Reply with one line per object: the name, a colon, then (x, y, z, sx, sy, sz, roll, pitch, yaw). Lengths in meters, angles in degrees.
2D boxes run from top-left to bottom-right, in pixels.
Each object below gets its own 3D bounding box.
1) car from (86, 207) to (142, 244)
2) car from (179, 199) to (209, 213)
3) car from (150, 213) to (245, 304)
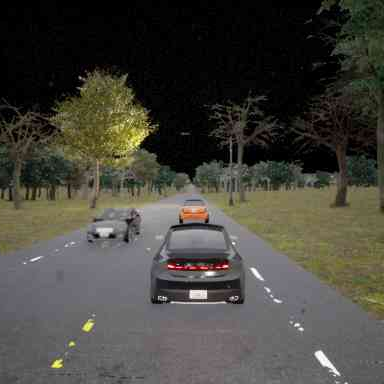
car: (-3.569, 1.477, 15.968, 2.128, 1.511, 4.902, 0, 0, 0)
car: (0.149, 1.321, 25.050, 2.097, 1.767, 4.553, 0, 0, 0)
car: (0.116, 1.502, 8.112, 1.837, 1.490, 4.892, 0, 0, 0)
